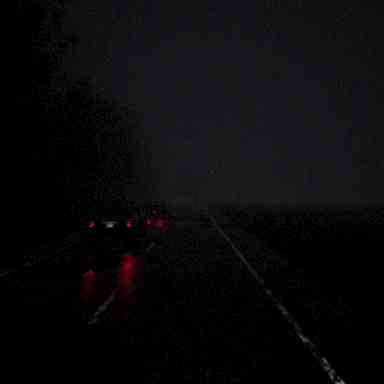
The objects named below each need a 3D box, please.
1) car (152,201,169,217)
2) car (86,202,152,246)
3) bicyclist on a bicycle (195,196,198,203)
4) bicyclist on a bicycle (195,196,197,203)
[{"bbox_3d":[-3.393,1.648,32.696,2.128,1.511,4.902,0,0,0],"label":"car"},{"bbox_3d":[-3.399,1.428,15.913,2.097,1.767,4.553,0,0,0],"label":"car"},{"bbox_3d":[0.980,1.727,74.244,0.659,1.776,1.843,0,0,0],"label":"bicyclist on a bicycle"},{"bbox_3d":[0.984,1.853,83.248,0.582,1.620,1.656,0,-1,0],"label":"bicyclist on a bicycle"}]
